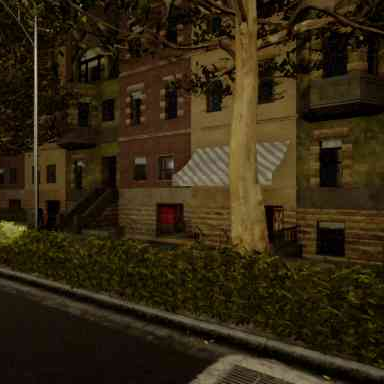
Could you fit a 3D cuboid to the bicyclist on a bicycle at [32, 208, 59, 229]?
[{"bbox_3d":[-4.730,1.339,10.517,0.582,1.620,1.656,0,-4,34],"label":"bicyclist on a bicycle"}]
